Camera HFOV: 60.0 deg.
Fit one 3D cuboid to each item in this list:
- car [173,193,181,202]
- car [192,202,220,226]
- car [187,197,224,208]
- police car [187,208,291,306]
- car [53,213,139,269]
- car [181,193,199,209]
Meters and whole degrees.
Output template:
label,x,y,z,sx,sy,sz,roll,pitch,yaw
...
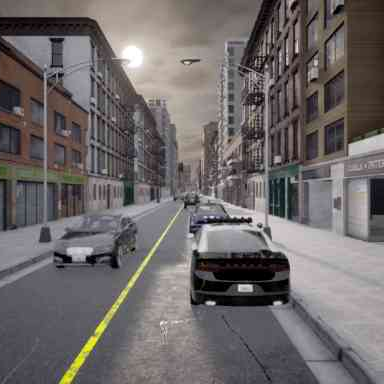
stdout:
label,x,y,z,sx,sy,sz,roll,pitch,yaw
car,-2.946,1.133,74.060,2.150,2.045,5.566,0,0,0
car,0.918,1.519,24.111,1.812,1.442,4.674,0,0,0
car,0.912,1.347,18.081,2.097,1.767,4.553,0,0,0
police car,0.906,1.424,8.221,1.930,1.638,5.238,0,0,0
car,-2.992,1.489,11.250,2.128,1.511,4.902,0,0,0
car,0.036,1.194,45.202,2.150,2.045,5.566,0,0,0
